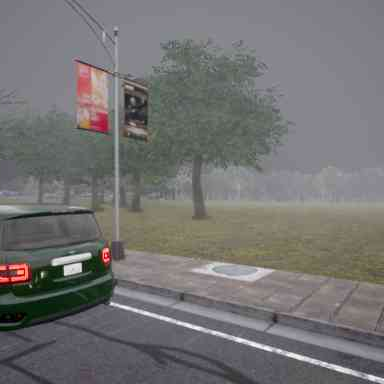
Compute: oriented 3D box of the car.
[{"bbox_3d":[-3.918,1.235,6.436,5.566,2.045,2.150,0,0,36],"label":"car"}]
